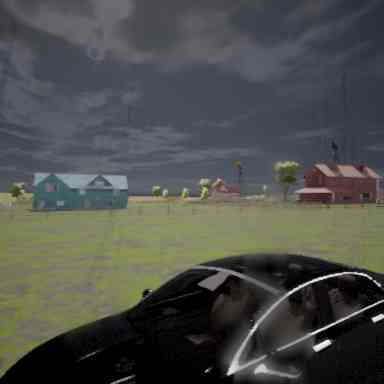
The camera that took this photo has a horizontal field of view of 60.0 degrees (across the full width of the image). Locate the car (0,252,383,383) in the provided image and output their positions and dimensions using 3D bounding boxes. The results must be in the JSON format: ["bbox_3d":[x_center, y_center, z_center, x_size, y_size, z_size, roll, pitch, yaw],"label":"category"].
[{"bbox_3d":[0.640,1.512,3.546,4.892,1.490,1.837,0,0,-36],"label":"car"}]
